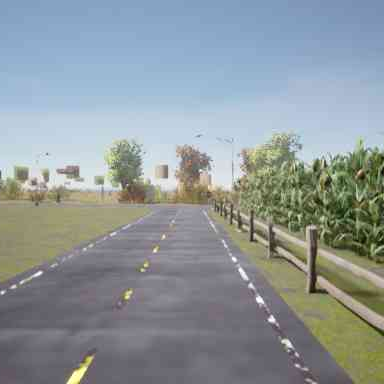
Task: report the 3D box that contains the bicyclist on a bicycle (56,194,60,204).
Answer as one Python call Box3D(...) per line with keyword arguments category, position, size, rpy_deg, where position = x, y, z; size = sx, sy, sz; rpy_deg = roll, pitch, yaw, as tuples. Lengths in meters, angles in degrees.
Box3D(category="bicyclist on a bicycle", position=(-22.464, 1.170, 55.746), size=(0.582, 1.620, 1.656), rpy_deg=(1, 0, 1))
